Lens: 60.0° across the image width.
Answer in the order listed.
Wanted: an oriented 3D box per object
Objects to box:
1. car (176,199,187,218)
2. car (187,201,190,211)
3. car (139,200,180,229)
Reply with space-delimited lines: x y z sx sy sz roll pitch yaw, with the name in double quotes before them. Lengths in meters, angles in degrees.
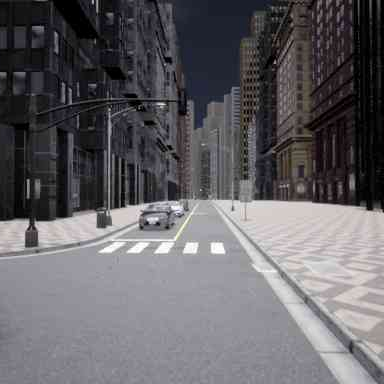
"car" -1.801 1.584 31.506 1.812 1.442 4.674 0 0 3
"car" -1.330 1.605 41.778 1.837 1.490 4.892 0 0 3
"car" -2.189 1.520 21.687 2.128 1.511 4.902 0 0 2
